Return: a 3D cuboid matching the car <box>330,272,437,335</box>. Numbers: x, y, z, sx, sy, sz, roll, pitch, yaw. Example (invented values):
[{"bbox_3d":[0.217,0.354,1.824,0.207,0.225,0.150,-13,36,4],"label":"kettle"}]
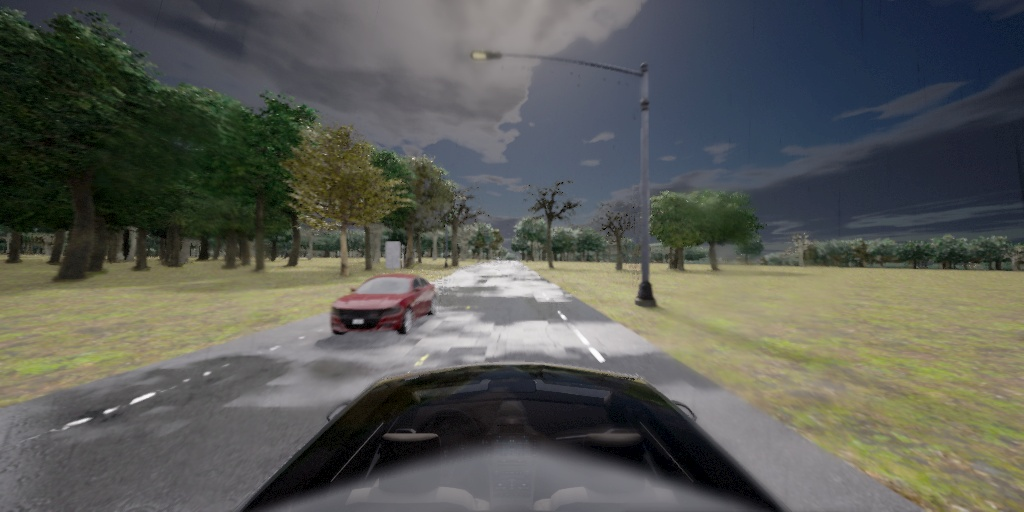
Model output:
[{"bbox_3d":[-3.599,1.285,10.905,1.882,1.535,5.008,0,-1,0],"label":"car"}]
